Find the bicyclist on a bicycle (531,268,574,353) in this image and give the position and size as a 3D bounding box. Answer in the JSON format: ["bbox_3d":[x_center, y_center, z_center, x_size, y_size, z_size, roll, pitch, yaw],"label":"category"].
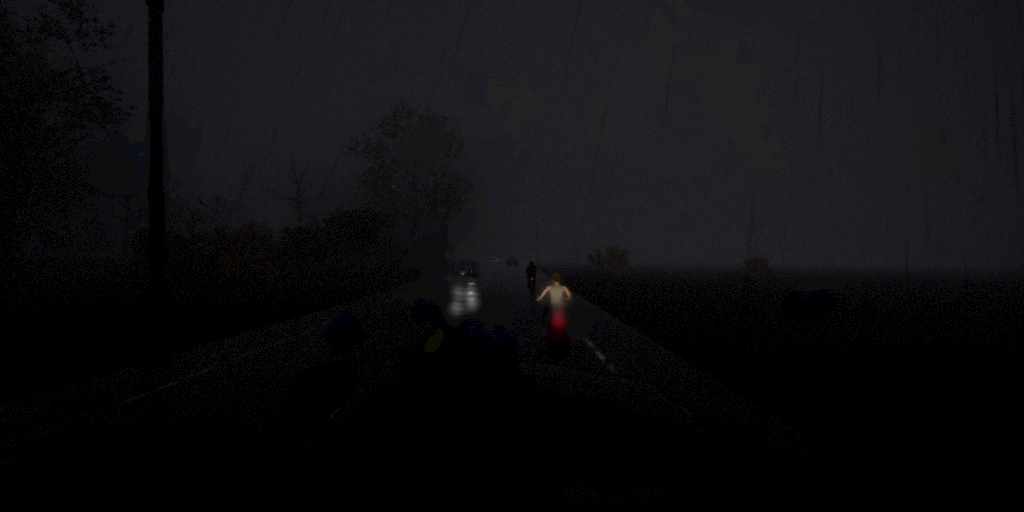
[{"bbox_3d":[0.942,1.150,7.703,0.866,1.612,1.509,0,0,0],"label":"bicyclist on a bicycle"}]

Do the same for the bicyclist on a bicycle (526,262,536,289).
[{"bbox_3d":[0.960,1.103,17.555,0.582,1.620,1.656,0,0,0],"label":"bicyclist on a bicycle"}]

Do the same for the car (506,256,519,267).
[{"bbox_3d":[0.088,0.884,56.741,1.837,1.490,4.892,0,-1,0],"label":"car"}]

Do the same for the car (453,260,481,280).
[{"bbox_3d":[-3.601,1.065,29.081,2.128,1.511,4.902,0,0,0],"label":"car"}]
